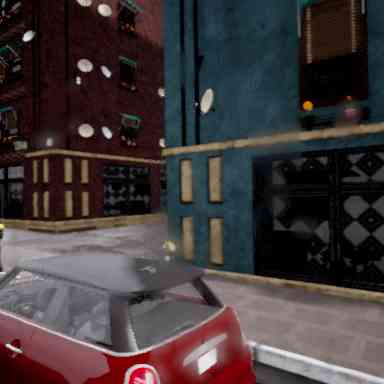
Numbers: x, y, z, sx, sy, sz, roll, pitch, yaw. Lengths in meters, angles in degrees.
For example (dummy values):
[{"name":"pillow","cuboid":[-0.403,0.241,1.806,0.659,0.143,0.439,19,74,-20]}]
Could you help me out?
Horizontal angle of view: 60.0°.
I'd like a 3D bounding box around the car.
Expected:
[{"name":"car","cuboid":[-1.451,1.447,3.927,4.097,1.590,1.967,0,-1,36]}]
